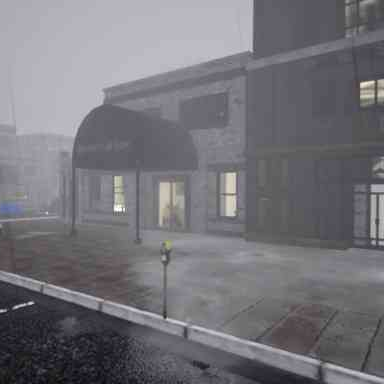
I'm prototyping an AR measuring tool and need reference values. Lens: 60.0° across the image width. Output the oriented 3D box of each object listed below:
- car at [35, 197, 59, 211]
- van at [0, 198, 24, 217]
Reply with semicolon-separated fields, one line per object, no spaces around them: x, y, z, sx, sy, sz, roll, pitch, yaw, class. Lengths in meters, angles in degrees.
-16.423;1.412;41.209;2.097;1.767;4.553;0;0;35;car
-17.311;1.415;29.835;1.690;1.788;3.998;0;0;35;van
